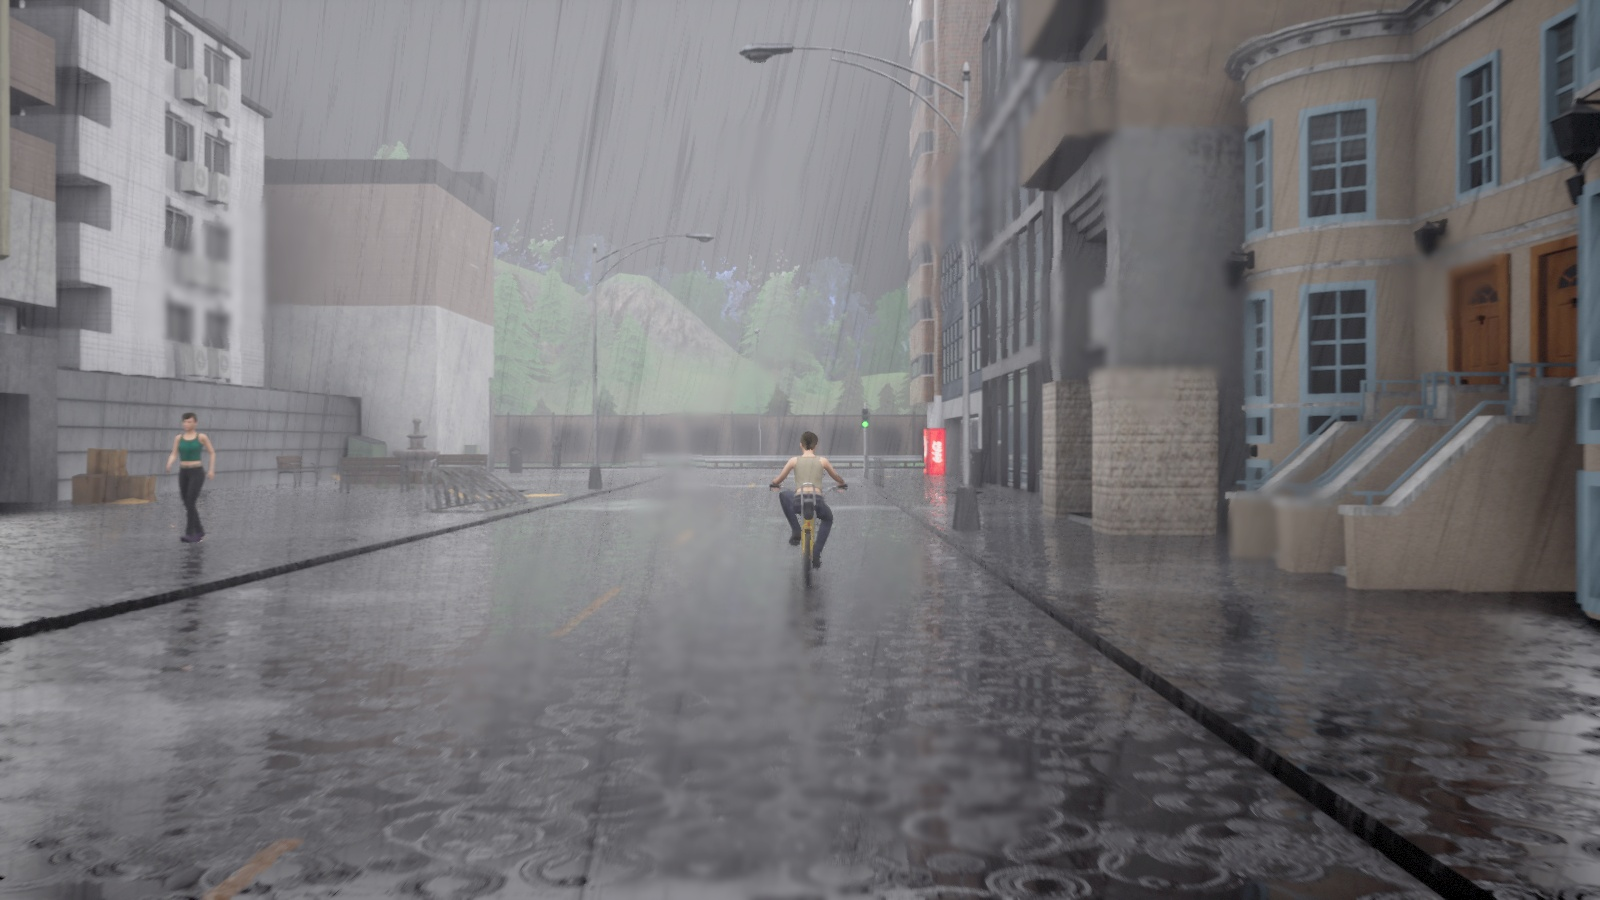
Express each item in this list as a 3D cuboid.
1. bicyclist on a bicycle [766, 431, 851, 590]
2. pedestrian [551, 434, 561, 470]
[{"bbox_3d":[0.092,0.607,13.497,0.866,1.612,1.509,0,0,0],"label":"bicyclist on a bicycle"},{"bbox_3d":[-13.229,0.105,68.094,0.402,1.930,0.666,0,0,1],"label":"pedestrian"}]
